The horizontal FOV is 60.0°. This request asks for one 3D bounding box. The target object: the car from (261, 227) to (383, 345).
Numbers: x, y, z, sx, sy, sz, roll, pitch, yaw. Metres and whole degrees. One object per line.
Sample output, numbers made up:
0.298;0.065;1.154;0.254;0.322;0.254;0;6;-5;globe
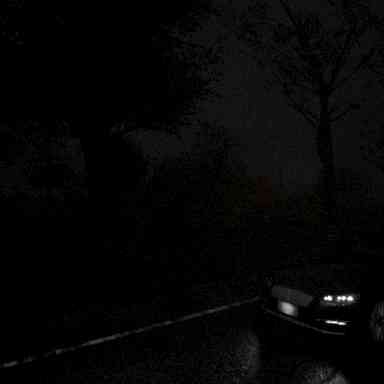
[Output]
3.438;1.489;6.444;4.902;1.511;2.128;0;0;-35;car
